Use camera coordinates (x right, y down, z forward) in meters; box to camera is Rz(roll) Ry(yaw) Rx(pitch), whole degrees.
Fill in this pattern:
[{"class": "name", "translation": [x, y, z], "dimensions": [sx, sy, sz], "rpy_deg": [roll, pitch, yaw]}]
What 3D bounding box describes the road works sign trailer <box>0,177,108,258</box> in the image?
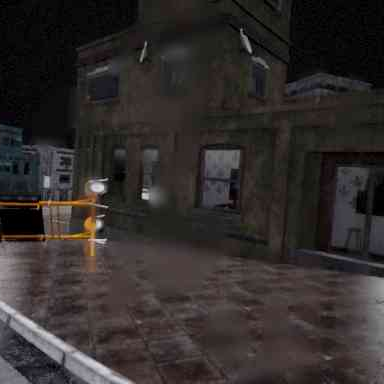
[{"class": "road works sign trailer", "translation": [-4.870, 1.153, 11.785], "dimensions": [3.560, 2.380, 2.880], "rpy_deg": [2, 43, -17]}]
